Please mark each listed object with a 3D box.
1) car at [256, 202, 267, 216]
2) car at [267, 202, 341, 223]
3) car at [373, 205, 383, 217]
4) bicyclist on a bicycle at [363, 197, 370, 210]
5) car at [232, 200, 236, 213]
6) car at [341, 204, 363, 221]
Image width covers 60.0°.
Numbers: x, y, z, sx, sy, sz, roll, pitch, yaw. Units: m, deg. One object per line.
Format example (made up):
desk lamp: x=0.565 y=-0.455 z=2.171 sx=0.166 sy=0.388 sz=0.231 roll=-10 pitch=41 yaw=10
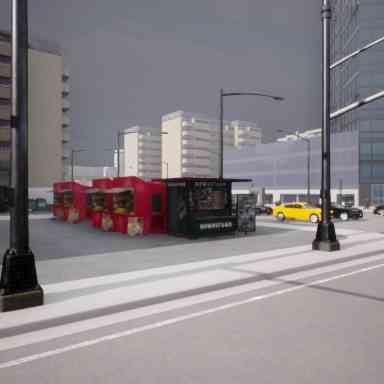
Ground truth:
car: x=6.716 y=1.778 z=35.814 sx=1.994 sy=1.385 sz=4.181 roll=0 pitch=-1 yaw=-36
car: x=8.898 y=1.589 z=26.818 sx=1.882 sy=1.535 sz=5.008 roll=0 pitch=-1 yaw=-38
car: x=19.363 y=1.578 z=30.641 sx=2.128 sy=1.511 sz=4.902 roll=0 pitch=-1 yaw=-36
bicyclist on a bicycle: x=22.251 y=1.466 z=42.463 sx=1.656 sy=1.620 sz=0.582 roll=0 pitch=0 yaw=-36
car: x=3.073 y=1.455 z=34.884 sx=2.150 sy=2.045 sz=5.566 roll=0 pitch=-1 yaw=-36
car: x=12.001 y=1.587 z=28.535 sx=1.882 sy=1.535 sz=5.008 roll=0 pitch=-1 yaw=-36
